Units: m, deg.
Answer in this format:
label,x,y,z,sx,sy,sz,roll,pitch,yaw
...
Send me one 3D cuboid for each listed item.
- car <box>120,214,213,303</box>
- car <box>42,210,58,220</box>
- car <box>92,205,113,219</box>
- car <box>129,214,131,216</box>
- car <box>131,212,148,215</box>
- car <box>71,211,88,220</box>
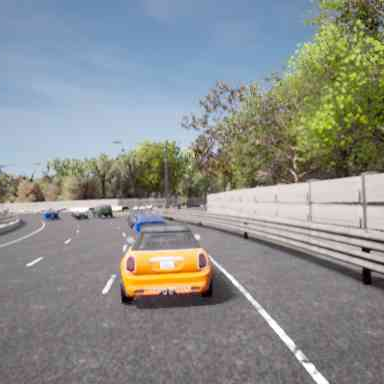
label,x,y,z,sx,sy,sz,roll,pitch,yaw
car,-0.765,1.670,9.340,2.097,1.767,4.553,-2,-2,-6
car,-22.594,3.608,52.963,1.882,1.535,5.008,-1,-2,-31
car,-14.090,3.083,52.254,2.150,2.045,5.566,-1,-2,-29
car,-5.072,2.583,31.363,2.033,1.411,5.357,-1,-2,-15
car,-2.904,2.213,22.548,1.882,1.535,5.008,-1,-1,-12
car,-17.242,3.514,50.738,1.895,1.301,4.718,-1,-2,-29
